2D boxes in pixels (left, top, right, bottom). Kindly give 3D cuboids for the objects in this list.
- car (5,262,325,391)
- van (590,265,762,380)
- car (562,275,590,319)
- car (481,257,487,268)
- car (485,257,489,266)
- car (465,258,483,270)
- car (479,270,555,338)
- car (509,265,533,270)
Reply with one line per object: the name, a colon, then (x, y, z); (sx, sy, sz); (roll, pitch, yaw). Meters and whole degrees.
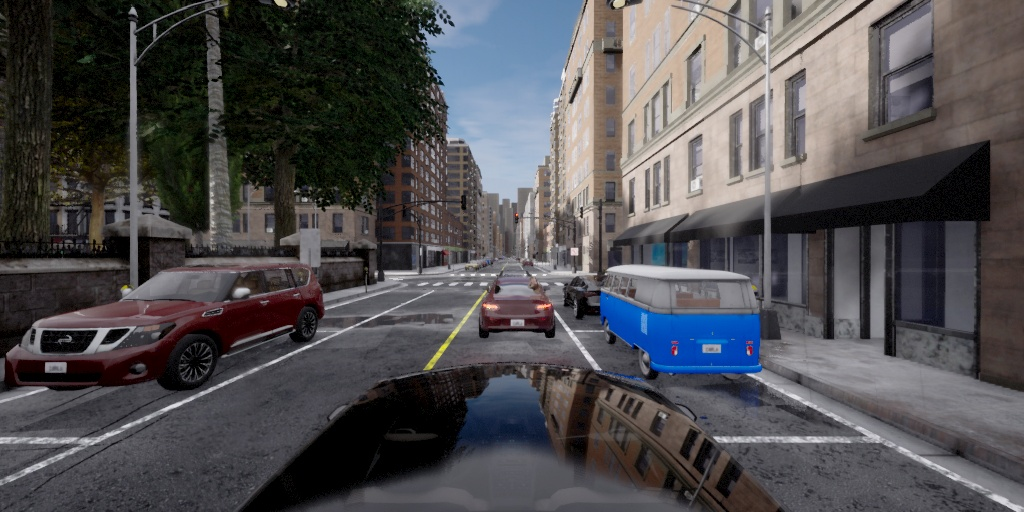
car: (-5.657, 1.064, 6.965); (2.192, 1.841, 5.009); (0, 0, 0)
van: (2.867, 1.090, 6.986); (1.690, 1.789, 3.998); (0, 0, 0)
car: (2.880, 1.313, 12.647); (1.948, 1.339, 4.313); (0, 0, 0)
car: (-5.552, 1.272, 56.104); (2.007, 1.370, 4.403); (0, 0, 0)
car: (-5.540, 1.265, 61.555); (1.888, 1.381, 4.507); (0, 0, 0)
car: (-5.564, 1.248, 50.483); (1.751, 1.417, 4.829); (0, 0, 0)
car: (0.123, 1.274, 10.027); (1.812, 1.442, 4.674); (0, 0, 0)
car: (0.112, 1.345, 18.849); (1.895, 1.301, 4.718); (0, 0, -1)
